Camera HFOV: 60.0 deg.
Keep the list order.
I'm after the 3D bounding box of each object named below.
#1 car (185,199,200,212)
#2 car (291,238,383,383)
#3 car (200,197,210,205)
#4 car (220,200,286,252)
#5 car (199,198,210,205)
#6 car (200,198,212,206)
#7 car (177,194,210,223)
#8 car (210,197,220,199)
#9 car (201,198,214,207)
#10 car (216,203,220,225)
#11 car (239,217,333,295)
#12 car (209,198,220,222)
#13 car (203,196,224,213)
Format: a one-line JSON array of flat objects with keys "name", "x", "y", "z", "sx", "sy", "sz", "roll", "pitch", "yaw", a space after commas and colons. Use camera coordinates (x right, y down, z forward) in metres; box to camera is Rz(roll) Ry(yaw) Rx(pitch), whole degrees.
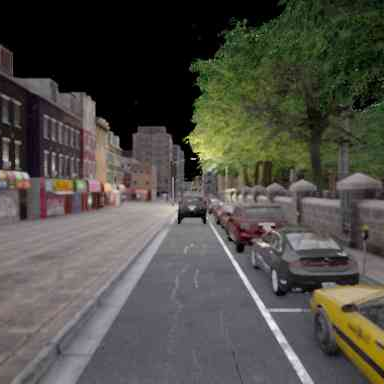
[{"name": "car", "x": 0.070, "y": 1.670, "z": 43.185, "sx": 1.837, "sy": 1.490, "sz": 4.892, "roll": 0, "pitch": 0, "yaw": 0}, {"name": "car", "x": 2.623, "y": 1.533, "z": 3.294, "sx": 1.752, "sy": 1.417, "sz": 4.829, "roll": -1, "pitch": 0, "yaw": 0}, {"name": "car", "x": 2.658, "y": 1.857, "z": 68.239, "sx": 1.752, "sy": 1.417, "sz": 4.829, "roll": -1, "pitch": 0, "yaw": 0}, {"name": "car", "x": 2.616, "y": 1.353, "z": 14.026, "sx": 2.192, "sy": 1.841, "sz": 5.009, "roll": -1, "pitch": 0, "yaw": 0}, {"name": "car", "x": 2.634, "y": 1.897, "z": 70.213, "sx": 2.008, "sy": 1.369, "sz": 4.403, "roll": -1, "pitch": 0, "yaw": 0}, {"name": "car", "x": 2.608, "y": 1.844, "z": 63.078, "sx": 2.008, "sy": 1.369, "sz": 4.403, "roll": -1, "pitch": 0, "yaw": 0}, {"name": "car", "x": 0.030, "y": 1.305, "z": 26.243, "sx": 2.150, "sy": 2.045, "sz": 5.566, "roll": 0, "pitch": 0, "yaw": 1}, {"name": "car", "x": 2.613, "y": 1.566, "z": 35.827, "sx": 1.967, "sy": 1.590, "sz": 4.097, "roll": -1, "pitch": 0, "yaw": 0}, {"name": "car", "x": 2.610, "y": 1.821, "z": 57.627, "sx": 1.947, "sy": 1.339, "sz": 4.313, "roll": -1, "pitch": 0, "yaw": 0}, {"name": "car", "x": 2.619, "y": 1.582, "z": 19.646, "sx": 1.752, "sy": 1.417, "sz": 4.829, "roll": -1, "pitch": 0, "yaw": 0}, {"name": "car", "x": 2.622, "y": 1.571, "z": 8.576, "sx": 2.008, "sy": 1.369, "sz": 4.403, "roll": -1, "pitch": 0, "yaw": 0}, {"name": "car", "x": 2.616, "y": 1.517, "z": 24.927, "sx": 1.967, "sy": 1.590, "sz": 4.097, "roll": -1, "pitch": 0, "yaw": 0}, {"name": "car", "x": 2.609, "y": 1.470, "z": 41.279, "sx": 2.192, "sy": 1.841, "sz": 5.009, "roll": -1, "pitch": 0, "yaw": 0}]
